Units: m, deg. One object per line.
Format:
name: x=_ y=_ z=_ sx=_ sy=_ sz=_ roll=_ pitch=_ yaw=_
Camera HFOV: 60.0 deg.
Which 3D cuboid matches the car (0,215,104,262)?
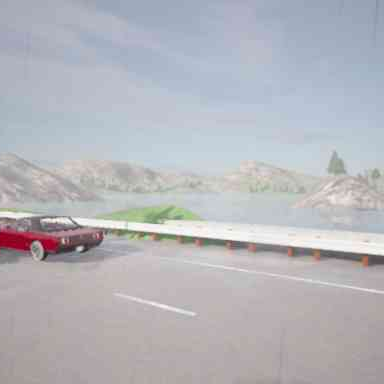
car: x=-5.397 y=1.464 z=11.610 sx=4.718 sy=1.301 sz=1.895 roll=1 pitch=1 yaw=32
